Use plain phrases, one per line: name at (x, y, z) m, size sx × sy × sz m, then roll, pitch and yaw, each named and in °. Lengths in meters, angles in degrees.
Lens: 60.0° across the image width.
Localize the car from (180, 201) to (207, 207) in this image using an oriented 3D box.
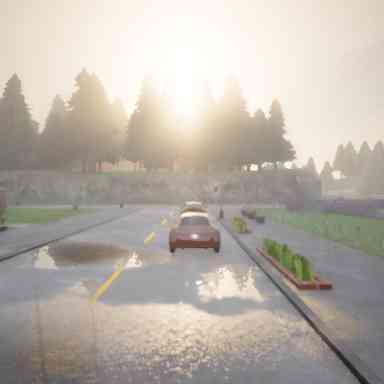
car at (0.108, 1.449, 24.329) m, size 1.837 × 1.490 × 4.892 m, roll 0°, pitch 0°, yaw 0°

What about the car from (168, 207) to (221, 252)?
car at (0.104, 1.532, 13.800) m, size 1.994 × 1.385 × 4.181 m, roll 0°, pitch 0°, yaw 0°
